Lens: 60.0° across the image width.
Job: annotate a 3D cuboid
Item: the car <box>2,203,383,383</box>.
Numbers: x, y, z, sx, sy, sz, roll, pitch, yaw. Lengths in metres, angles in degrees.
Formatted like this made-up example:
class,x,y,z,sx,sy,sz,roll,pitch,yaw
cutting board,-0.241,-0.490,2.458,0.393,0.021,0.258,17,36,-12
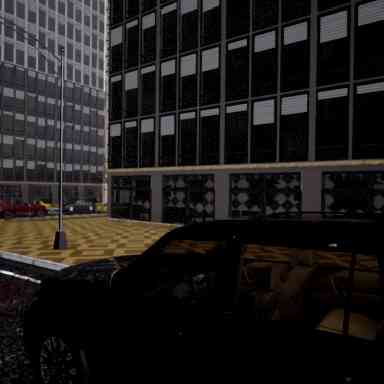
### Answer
class,x,y,z,sx,sy,sz,roll,pitch,yaw
car,0.665,1.221,3.209,5.566,2.045,2.150,0,0,36

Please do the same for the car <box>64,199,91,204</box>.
class,x,y,z,sx,sy,sz,roll,pitch,yaw
car,-14.697,1.703,42.739,1.837,1.490,4.892,1,0,37

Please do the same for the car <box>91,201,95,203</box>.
class,x,y,z,sx,sy,sz,roll,pitch,yaw
car,-9.337,1.828,40.263,1.752,1.417,4.829,1,0,37

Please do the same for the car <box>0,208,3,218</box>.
class,x,y,z,sx,sy,sz,roll,pitch,yaw
car,-7.318,1.347,8.929,4.553,1.767,2.097,0,0,36

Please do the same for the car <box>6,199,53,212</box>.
class,x,y,z,sx,sy,sz,roll,pitch,yaw
car,-19.632,1.640,40.456,1.752,1.417,4.829,1,0,37

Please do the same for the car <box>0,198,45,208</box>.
class,x,y,z,sx,sy,sz,roll,pitch,yaw
car,-16.161,1.517,31.071,2.192,1.841,5.009,1,0,37
